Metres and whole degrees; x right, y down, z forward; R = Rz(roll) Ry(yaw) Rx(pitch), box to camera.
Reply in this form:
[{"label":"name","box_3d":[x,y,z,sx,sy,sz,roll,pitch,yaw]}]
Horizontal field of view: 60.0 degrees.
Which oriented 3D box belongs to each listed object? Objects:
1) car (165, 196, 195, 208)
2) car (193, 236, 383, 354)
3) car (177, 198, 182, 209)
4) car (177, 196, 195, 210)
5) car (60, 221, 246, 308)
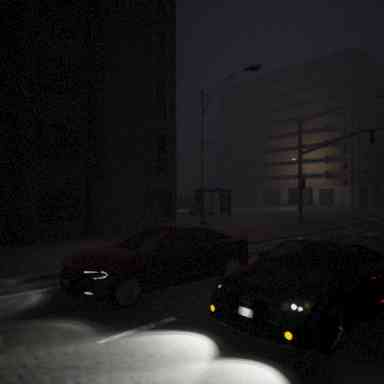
[{"label":"car","box_3d":[-2.104,1.692,57.824,2.150,2.045,5.566,0,-1,-43]},{"label":"car","box_3d":[2.298,1.602,6.255,4.181,1.385,1.994,0,-1,-41]},{"label":"car","box_3d":[-4.418,1.972,49.991,2.033,1.411,5.357,0,-1,-42]},{"label":"car","box_3d":[-0.415,1.639,50.807,2.150,2.045,5.566,0,-1,-43]},{"label":"car","box_3d":[-0.651,1.541,8.323,5.008,1.535,1.882,0,0,-41]}]
